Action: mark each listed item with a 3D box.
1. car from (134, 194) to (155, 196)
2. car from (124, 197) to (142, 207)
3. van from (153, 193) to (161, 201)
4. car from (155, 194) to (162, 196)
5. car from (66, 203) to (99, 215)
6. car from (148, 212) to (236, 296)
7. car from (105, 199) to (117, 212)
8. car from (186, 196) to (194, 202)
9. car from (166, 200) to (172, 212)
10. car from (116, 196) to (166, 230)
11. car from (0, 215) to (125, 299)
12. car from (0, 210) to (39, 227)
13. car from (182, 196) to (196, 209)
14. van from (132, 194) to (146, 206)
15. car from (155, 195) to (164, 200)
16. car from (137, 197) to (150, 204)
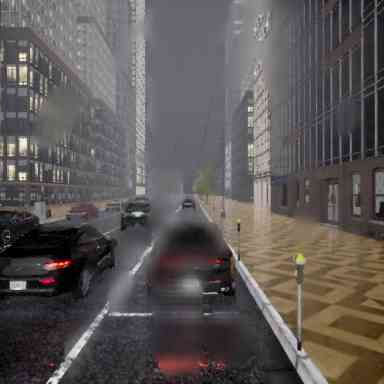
[{"bbox_3d":[-6.216,1.335,40.742,2.097,1.767,4.553,0,0,0],"label":"car"},{"bbox_3d":[-8.832,1.523,49.953,1.887,1.381,4.507,0,0,0],"label":"car"},{"bbox_3d":[-8.831,1.285,84.106,1.690,1.788,3.998,0,0,0],"label":"van"},{"bbox_3d":[-8.832,1.391,78.413,1.967,1.590,4.097,0,0,0],"label":"car"},{"bbox_3d":[-8.832,1.575,27.183,1.802,1.307,4.206,0,0,0],"label":"car"},{"bbox_3d":[0.000,1.503,8.649,1.837,1.490,4.892,0,0,0],"label":"car"},{"bbox_3d":[-8.833,1.537,38.569,2.008,1.369,4.403,0,0,0],"label":"car"},{"bbox_3d":[-0.452,1.533,78.399,1.802,1.307,4.206,0,0,0],"label":"car"},{"bbox_3d":[-3.100,1.536,34.361,2.033,1.411,5.357,0,0,0],"label":"car"},{"bbox_3d":[-3.086,1.347,21.142,2.097,1.767,4.553,0,0,0],"label":"car"},{"bbox_3d":[-3.146,1.525,8.324,1.812,1.442,4.674,0,0,0],"label":"car"},{"bbox_3d":[-8.833,1.563,15.800,1.947,1.339,4.313,0,0,0],"label":"car"},{"bbox_3d":[-0.452,1.548,44.248,1.947,1.339,4.313,0,0,0],"label":"car"},{"bbox_3d":[-8.832,1.315,55.646,1.690,1.788,3.998,0,0,0],"label":"van"},{"bbox_3d":[-8.832,1.504,89.799,1.947,1.339,4.313,0,0,0],"label":"car"},{"bbox_3d":[-8.832,1.550,61.338,1.802,1.307,4.206,0,0,0],"label":"car"}]
